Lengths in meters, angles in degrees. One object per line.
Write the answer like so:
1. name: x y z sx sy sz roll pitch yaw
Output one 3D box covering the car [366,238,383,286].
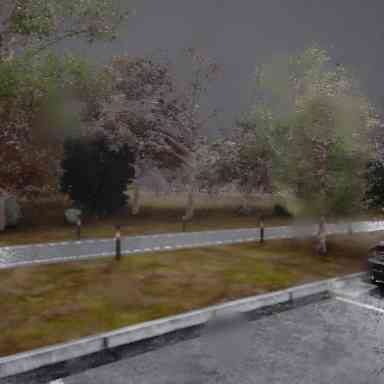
1. car: 6.293 1.480 8.093 4.892 1.521 2.231 0 -3 -30
